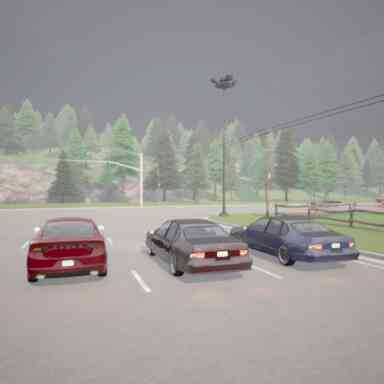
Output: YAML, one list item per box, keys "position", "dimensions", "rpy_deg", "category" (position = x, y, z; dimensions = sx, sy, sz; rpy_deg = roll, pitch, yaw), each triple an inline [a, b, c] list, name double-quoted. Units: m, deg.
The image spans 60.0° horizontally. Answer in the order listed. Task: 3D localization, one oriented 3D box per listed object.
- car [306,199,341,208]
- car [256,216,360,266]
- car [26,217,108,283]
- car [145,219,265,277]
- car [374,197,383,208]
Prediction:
- position: [18.678, 1.600, 47.395]
  dimensions: [4.718, 1.301, 1.895]
  rpy_deg: [0, 0, -19]
  category: "car"
- position: [3.170, 1.547, 11.644]
  dimensions: [2.033, 1.411, 5.357]
  rpy_deg: [0, 0, -20]
  category: "car"
- position: [-3.649, 1.477, 9.932]
  dimensions: [1.882, 1.535, 5.008]
  rpy_deg: [0, 0, -19]
  category: "car"
- position: [-0.106, 1.547, 10.404]
  dimensions: [2.033, 1.411, 5.357]
  rpy_deg: [0, 0, -20]
  category: "car"
- position: [28.614, 1.220, 47.120]
  dimensions: [5.566, 2.045, 2.150]
  rpy_deg: [0, 0, -19]
  category: "car"
